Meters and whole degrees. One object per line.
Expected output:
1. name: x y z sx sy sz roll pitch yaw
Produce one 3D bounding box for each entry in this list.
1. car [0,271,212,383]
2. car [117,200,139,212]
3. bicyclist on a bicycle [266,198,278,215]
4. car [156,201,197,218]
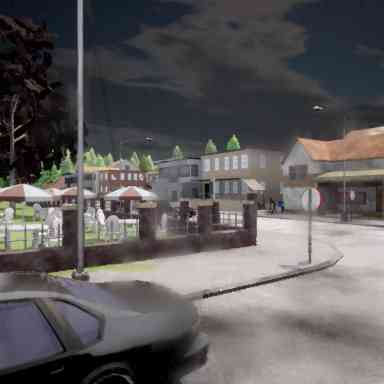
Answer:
1. car: -2.349 1.547 2.931 5.357 1.411 2.033 0 0 -35
2. car: -7.651 1.352 38.437 2.097 1.767 4.553 0 0 -35
3. bicyclist on a bicycle: 7.603 1.349 31.457 1.656 1.620 0.582 0 0 -35
4. car: -1.769 1.547 30.146 2.033 1.411 5.357 0 0 -35
